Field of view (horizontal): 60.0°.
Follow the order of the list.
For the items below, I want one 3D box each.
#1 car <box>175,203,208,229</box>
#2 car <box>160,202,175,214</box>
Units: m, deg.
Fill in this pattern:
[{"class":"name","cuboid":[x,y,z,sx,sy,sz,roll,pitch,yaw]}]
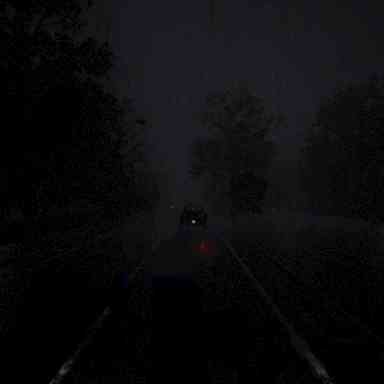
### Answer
[{"class":"car","cuboid":[0.108,1.777,24.196,2.128,1.511,4.902,0,-1,0]},{"class":"car","cuboid":[-3.312,2.263,47.360,2.097,1.767,4.553,0,-2,0]}]
